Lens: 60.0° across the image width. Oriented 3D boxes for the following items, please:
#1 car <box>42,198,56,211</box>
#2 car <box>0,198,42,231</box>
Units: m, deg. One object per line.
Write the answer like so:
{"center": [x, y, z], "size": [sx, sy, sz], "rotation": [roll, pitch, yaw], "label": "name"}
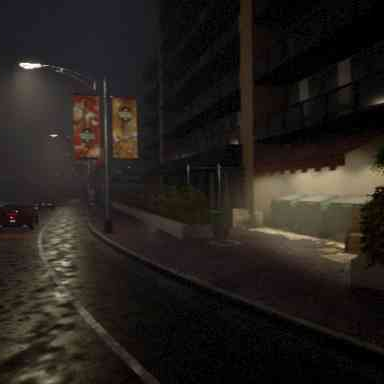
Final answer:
{"center": [-16.341, 1.331, 37.120], "size": [2.033, 1.411, 5.357], "rotation": [-1, 1, -18], "label": "car"}
{"center": [-10.563, 1.382, 20.312], "size": [1.882, 1.535, 5.008], "rotation": [-1, 1, -21], "label": "car"}
